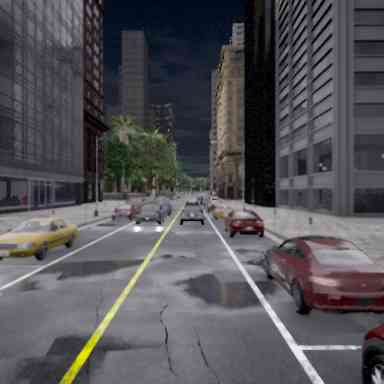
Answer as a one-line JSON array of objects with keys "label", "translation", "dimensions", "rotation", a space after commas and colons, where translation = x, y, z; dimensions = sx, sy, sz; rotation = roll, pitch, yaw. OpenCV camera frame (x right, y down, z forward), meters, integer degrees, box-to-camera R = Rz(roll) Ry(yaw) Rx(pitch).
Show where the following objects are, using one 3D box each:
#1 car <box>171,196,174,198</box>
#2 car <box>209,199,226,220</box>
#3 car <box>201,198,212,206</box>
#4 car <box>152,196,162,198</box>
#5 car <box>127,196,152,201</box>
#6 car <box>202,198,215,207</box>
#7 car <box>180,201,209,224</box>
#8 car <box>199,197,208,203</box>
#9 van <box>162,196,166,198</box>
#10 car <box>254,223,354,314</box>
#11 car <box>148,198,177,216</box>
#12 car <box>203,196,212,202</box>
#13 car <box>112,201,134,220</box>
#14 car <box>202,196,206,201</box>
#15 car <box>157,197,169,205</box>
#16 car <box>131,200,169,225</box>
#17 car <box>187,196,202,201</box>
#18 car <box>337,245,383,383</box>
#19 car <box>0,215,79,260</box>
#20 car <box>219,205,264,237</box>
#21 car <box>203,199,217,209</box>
[{"label": "car", "translation": [-5.824, 1.948, 77.912], "dimensions": [1.802, 1.307, 4.206], "rotation": [0, 0, 0]}, {"label": "car", "translation": [2.738, 1.651, 29.246], "dimensions": [1.752, 1.417, 4.829], "rotation": [0, 0, 0]}, {"label": "car", "translation": [2.713, 1.811, 61.795], "dimensions": [1.752, 1.417, 4.829], "rotation": [0, 0, 0]}, {"label": "car", "translation": [-5.801, 1.520, 45.357], "dimensions": [2.192, 1.841, 5.009], "rotation": [0, 0, 0]}, {"label": "car", "translation": [-5.792, 1.468, 34.505], "dimensions": [2.192, 1.841, 5.009], "rotation": [0, 0, 0]}, {"label": "car", "translation": [2.717, 1.808, 56.200], "dimensions": [2.008, 1.369, 4.403], "rotation": [0, 0, 0]}, {"label": "car", "translation": [0.029, 1.657, 25.492], "dimensions": [2.033, 1.411, 5.357], "rotation": [0, 0, 1]}, {"label": "car", "translation": [2.701, 1.929, 77.901], "dimensions": [1.947, 1.339, 4.313], "rotation": [0, 0, 0]}, {"label": "van", "translation": [-5.813, 1.628, 61.635], "dimensions": [1.690, 1.788, 3.998], "rotation": [0, 0, 0]}, {"label": "car", "translation": [2.755, 1.612, 7.375], "dimensions": [1.802, 1.307, 4.206], "rotation": [0, 0, 0]}, {"label": "car", "translation": [-3.026, 1.644, 34.678], "dimensions": [2.128, 1.511, 4.902], "rotation": [0, 0, 0]}, {"label": "car", "translation": [2.729, 1.616, 39.926], "dimensions": [1.967, 1.590, 4.097], "rotation": [0, 0, 0]}, {"label": "car", "translation": [-5.787, 1.709, 29.078], "dimensions": [1.802, 1.307, 4.206], "rotation": [0, 0, 0]}, {"label": "car", "translation": [2.725, 1.643, 45.351], "dimensions": [1.967, 1.590, 4.097], "rotation": [0, 0, 0]}, {"label": "car", "translation": [-5.817, 1.754, 67.060], "dimensions": [1.967, 1.590, 4.097], "rotation": [0, 0, 0]}, {"label": "car", "translation": [-3.035, 1.616, 25.101], "dimensions": [1.837, 1.490, 4.892], "rotation": [0, -1, 0]}, {"label": "car", "translation": [0.054, 1.688, 46.851], "dimensions": [1.882, 1.535, 5.008], "rotation": [0, 0, 0]}, {"label": "car", "translation": [2.759, 1.448, 1.951], "dimensions": [1.967, 1.590, 4.097], "rotation": [0, 0, 0]}, {"label": "car", "translation": [-5.774, 1.580, 12.630], "dimensions": [1.752, 1.417, 4.829], "rotation": [0, 0, 0]}, {"label": "car", "translation": [2.746, 1.621, 18.226], "dimensions": [1.887, 1.381, 4.507], "rotation": [0, 0, 0]}, {"label": "car", "translation": [2.720, 1.775, 50.776], "dimensions": [1.887, 1.381, 4.507], "rotation": [0, 0, 0]}]
